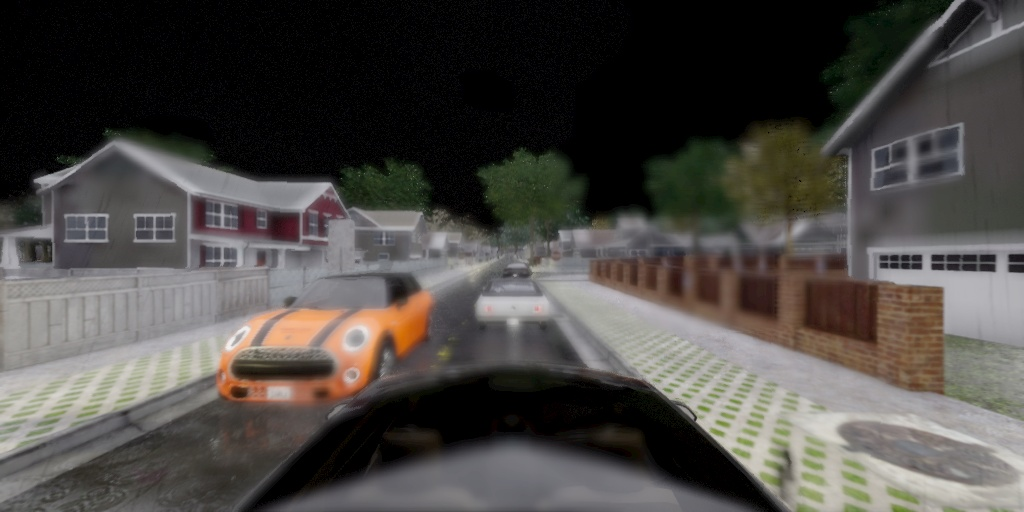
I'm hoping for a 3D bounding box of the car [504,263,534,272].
[{"bbox_3d":[0.559,1.237,26.765,1.882,1.535,5.008,0,0,6],"label":"car"}]

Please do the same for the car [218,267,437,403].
[{"bbox_3d":[-2.846,1.103,6.654,2.097,1.767,4.553,0,0,0],"label":"car"}]

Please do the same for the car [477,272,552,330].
[{"bbox_3d":[0.071,1.354,11.052,1.895,1.301,4.718,0,0,0],"label":"car"}]
